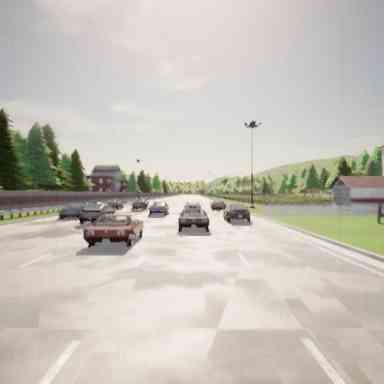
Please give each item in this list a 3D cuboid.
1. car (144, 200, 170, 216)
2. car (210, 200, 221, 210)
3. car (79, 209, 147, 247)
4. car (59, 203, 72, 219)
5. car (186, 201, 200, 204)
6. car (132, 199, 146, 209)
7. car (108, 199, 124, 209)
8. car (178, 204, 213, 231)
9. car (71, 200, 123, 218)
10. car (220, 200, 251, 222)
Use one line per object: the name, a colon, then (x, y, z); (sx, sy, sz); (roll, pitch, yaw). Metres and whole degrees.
car: (-3.392, 1.691, 34.955); (2.033, 1.411, 5.357); (0, 0, 0)
car: (3.610, 1.752, 46.004); (1.994, 1.385, 4.181); (0, 0, 0)
car: (-3.397, 1.664, 15.393); (1.895, 1.301, 4.718); (0, 0, 0)
car: (-10.397, 1.688, 30.114); (1.994, 1.385, 4.181); (0, 0, 0)
car: (0.110, 1.766, 40.365); (1.895, 1.301, 4.718); (0, 0, 0)
car: (-6.890, 1.678, 45.318); (2.128, 1.511, 4.902); (0, 0, 0)
car: (-10.482, 1.676, 44.741); (2.128, 1.511, 4.902); (0, 0, 0)
car: (0.105, 1.688, 21.248); (1.895, 1.301, 4.718); (0, 0, 0)
car: (-6.895, 1.594, 24.825); (2.128, 1.511, 4.902); (0, 0, 0)
car: (3.606, 1.636, 27.105); (1.812, 1.442, 4.674); (0, 0, 0)
